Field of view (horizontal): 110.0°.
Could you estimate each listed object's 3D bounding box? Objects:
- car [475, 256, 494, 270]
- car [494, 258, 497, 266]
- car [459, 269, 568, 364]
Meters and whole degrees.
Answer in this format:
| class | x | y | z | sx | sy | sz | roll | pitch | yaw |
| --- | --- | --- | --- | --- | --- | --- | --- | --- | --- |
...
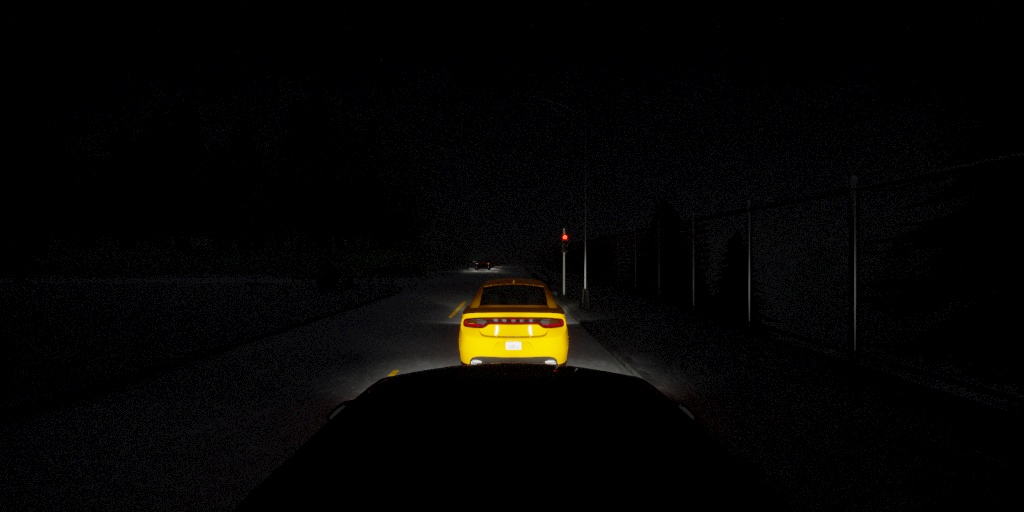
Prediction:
| class | x | y | z | sx | sy | sz | roll | pitch | yaw |
| --- | --- | --- | --- | --- | --- | --- | --- | --- | --- |
| car | -4.122 | 1.099 | 51.948 | 2.097 | 1.767 | 4.553 | 0 | 0 | 0 |
| car | -4.108 | 1.347 | 62.224 | 1.895 | 1.301 | 4.718 | 0 | 0 | 0 |
| car | 0.043 | 1.227 | 7.979 | 1.882 | 1.535 | 5.008 | 0 | 0 | 0 |
